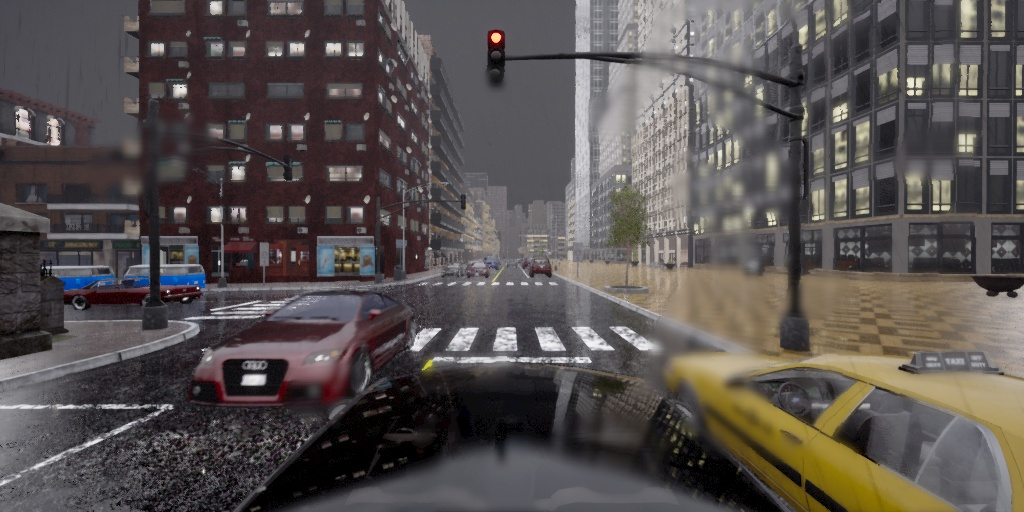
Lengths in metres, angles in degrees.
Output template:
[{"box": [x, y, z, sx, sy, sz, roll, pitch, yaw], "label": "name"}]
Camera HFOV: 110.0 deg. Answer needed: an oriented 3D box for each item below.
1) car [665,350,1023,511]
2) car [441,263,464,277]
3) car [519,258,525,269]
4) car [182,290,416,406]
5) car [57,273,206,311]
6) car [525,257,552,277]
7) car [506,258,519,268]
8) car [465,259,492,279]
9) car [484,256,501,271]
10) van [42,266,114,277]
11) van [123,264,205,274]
[{"box": [2.689, 1.275, 2.465, 1.751, 1.417, 4.829, 0, 0, 0], "label": "car"}, {"box": [-5.681, 1.309, 34.709, 2.007, 1.370, 4.403, 0, 0, 0], "label": "car"}, {"box": [2.705, 1.099, 56.812, 2.192, 1.841, 5.009, 0, 0, 0], "label": "car"}, {"box": [-3.102, 1.318, 6.305, 1.994, 1.385, 4.181, 0, 0, 0], "label": "car"}, {"box": [-16.544, 1.603, 15.719, 4.718, 1.301, 1.895, -1, 0, -1], "label": "car"}, {"box": [2.698, 1.074, 34.707, 2.192, 1.841, 5.009, 0, 0, 0], "label": "car"}, {"box": [0.016, 1.286, 63.484, 2.128, 1.511, 4.902, 0, 0, 0], "label": "car"}, {"box": [-3.097, 1.284, 33.197, 1.812, 1.442, 4.674, 0, 0, -2], "label": "car"}, {"box": [-3.079, 0.999, 51.571, 2.150, 2.045, 5.566, 0, 0, 0], "label": "car"}, {"box": [-26.300, 1.481, 21.424, 3.998, 1.789, 1.690, 0, 0, -1], "label": "van"}, {"box": [-20.762, 1.391, 21.473, 3.998, 1.789, 1.690, 0, 0, -1], "label": "van"}]
